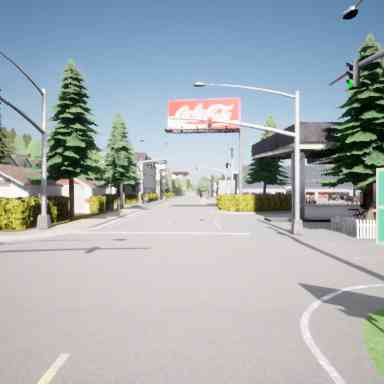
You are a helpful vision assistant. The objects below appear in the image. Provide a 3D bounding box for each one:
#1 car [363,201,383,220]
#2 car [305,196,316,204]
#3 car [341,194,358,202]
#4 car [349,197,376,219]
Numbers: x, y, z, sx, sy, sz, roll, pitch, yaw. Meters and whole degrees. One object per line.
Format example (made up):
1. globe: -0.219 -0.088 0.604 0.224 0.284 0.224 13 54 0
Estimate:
1. car: 18.668 1.671 30.638 4.611 1.667 2.242 0 0 0
2. car: 22.445 1.551 64.038 1.970 1.475 3.806 0 0 0
3. car: 34.842 1.488 71.841 2.007 1.523 4.514 0 0 0
4. car: 14.346 1.504 24.964 3.866 1.878 1.905 0 0 0
